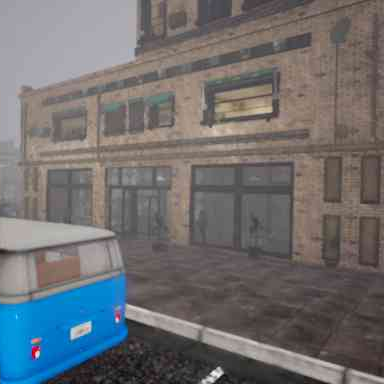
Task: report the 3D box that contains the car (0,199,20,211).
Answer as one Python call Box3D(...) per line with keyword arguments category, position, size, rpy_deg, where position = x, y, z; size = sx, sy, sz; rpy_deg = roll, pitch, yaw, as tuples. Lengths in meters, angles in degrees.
Box3D(category="car", position=(-15.914, 1.597, 31.078), size=(1.947, 1.339, 4.313), rpy_deg=(1, 0, 36))

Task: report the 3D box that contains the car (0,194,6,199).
Box3D(category="car", position=(-22.669, 1.162, 36.027), size=(2.192, 1.841, 5.009), rpy_deg=(1, 0, 36))

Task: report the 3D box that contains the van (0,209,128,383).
Box3D(category="van", position=(-2.755, 1.308, 4.820), size=(3.998, 1.788, 1.690), rpy_deg=(0, 1, 35))
